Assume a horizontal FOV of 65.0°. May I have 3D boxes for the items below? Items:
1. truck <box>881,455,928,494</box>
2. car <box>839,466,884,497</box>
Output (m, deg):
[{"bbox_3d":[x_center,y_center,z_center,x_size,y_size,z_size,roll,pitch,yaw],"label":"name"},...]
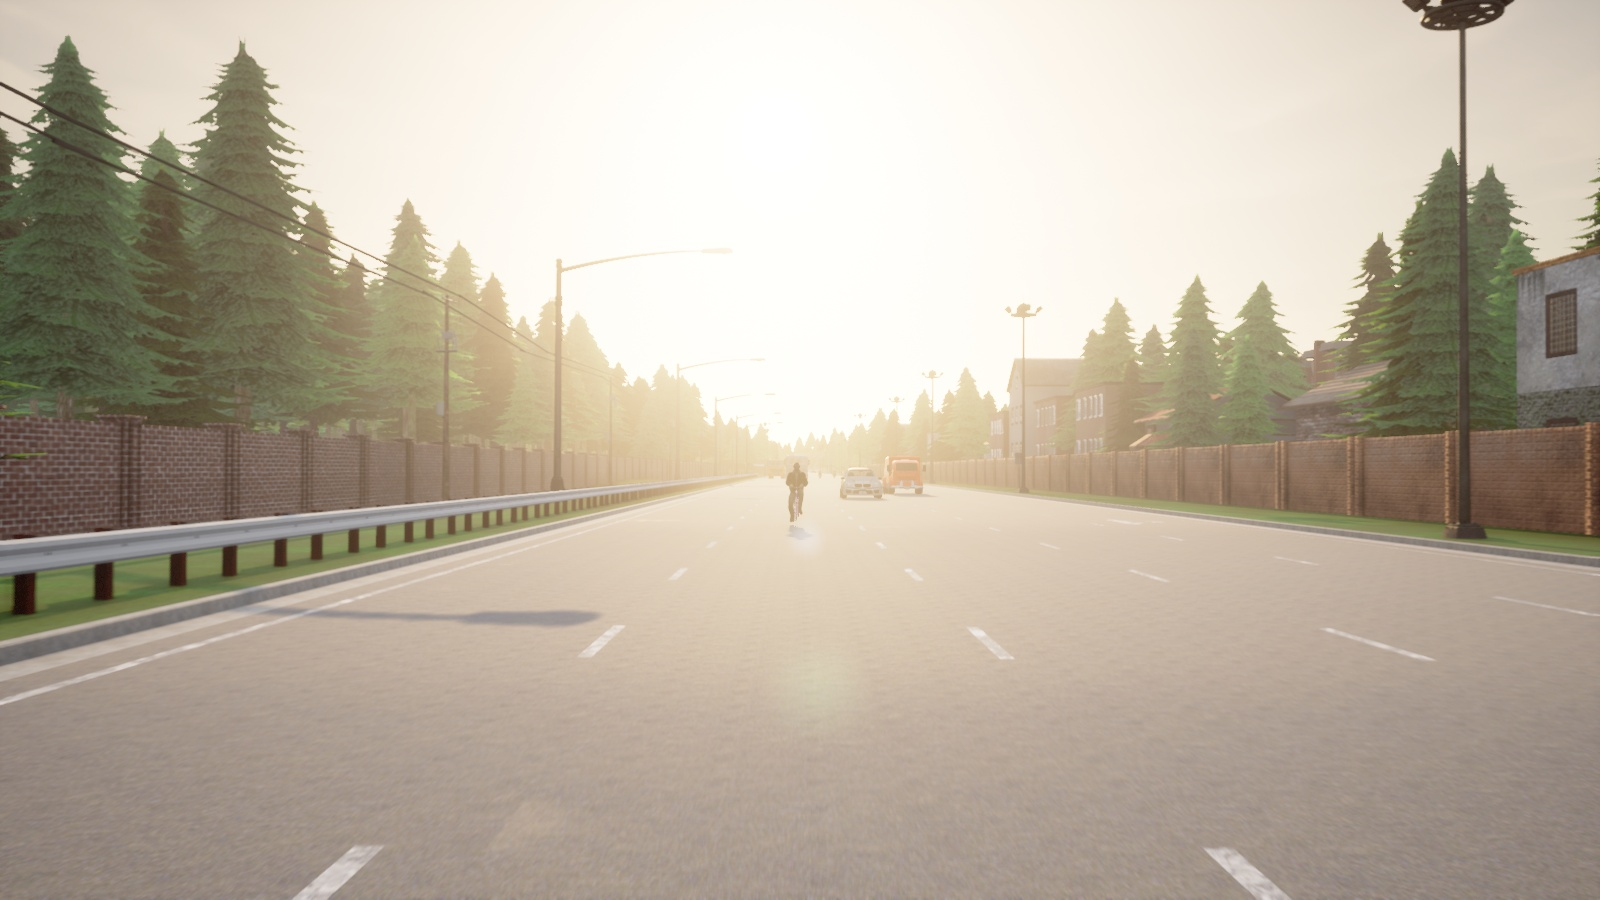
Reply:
[{"bbox_3d":[6.797,1.567,82.360,2.627,2.467,5.204,0,-1,0],"label":"truck"},{"bbox_3d":[3.332,1.704,68.859,2.242,1.667,4.611,0,-1,0],"label":"car"}]
